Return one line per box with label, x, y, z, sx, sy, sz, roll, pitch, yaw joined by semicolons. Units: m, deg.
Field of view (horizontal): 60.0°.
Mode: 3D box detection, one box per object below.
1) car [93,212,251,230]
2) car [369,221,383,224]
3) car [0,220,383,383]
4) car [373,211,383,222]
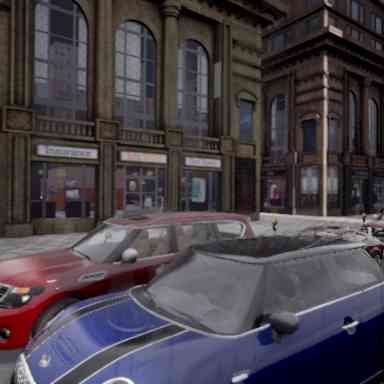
car;-0.843;1.330;6.034;5.009;1.841;2.192;0;0;-35
car;3.725;1.628;9.272;4.206;1.307;1.802;0;0;-35
car;0.536;1.366;3.752;4.553;1.767;2.097;0;0;-35
car;8.298;1.393;12.511;5.009;1.841;2.192;0;0;-35
